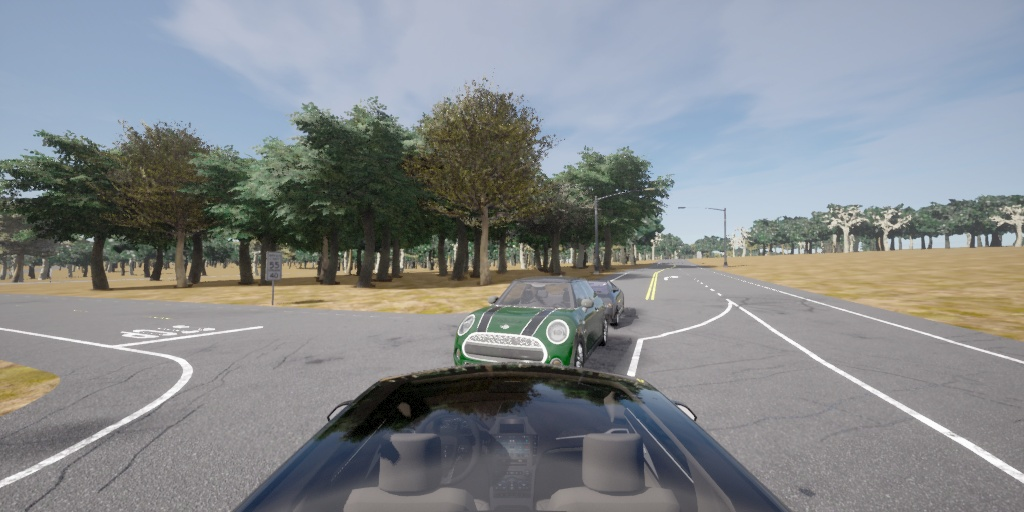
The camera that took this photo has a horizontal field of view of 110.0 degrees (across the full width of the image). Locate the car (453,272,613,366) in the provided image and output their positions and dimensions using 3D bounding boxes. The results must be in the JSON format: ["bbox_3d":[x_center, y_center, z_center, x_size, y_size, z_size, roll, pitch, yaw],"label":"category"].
[{"bbox_3d":[0.676,1.223,7.478,2.097,1.767,4.553,-1,-2,22],"label":"car"}]

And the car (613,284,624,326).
[{"bbox_3d":[2.897,1.555,12.912,1.994,1.385,4.181,-2,0,22],"label":"car"}]
